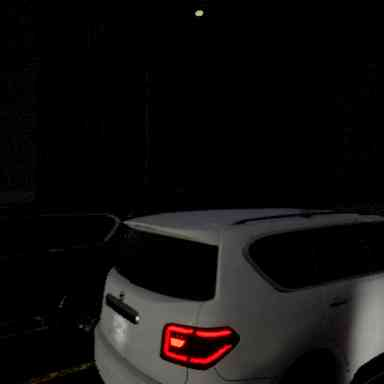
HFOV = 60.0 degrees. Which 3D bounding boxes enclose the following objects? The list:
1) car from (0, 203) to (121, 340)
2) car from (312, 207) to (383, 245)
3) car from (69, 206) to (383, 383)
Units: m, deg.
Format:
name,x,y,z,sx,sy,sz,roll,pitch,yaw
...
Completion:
name,x,y,z,sx,sy,sz,roll,pitch,yaw
car,-3.288,1.221,4.897,5.566,2.045,2.150,0,0,-35
car,8.034,1.546,16.252,4.507,1.381,1.887,0,0,-35
car,1.563,1.224,4.425,5.566,2.045,2.150,0,0,-36
